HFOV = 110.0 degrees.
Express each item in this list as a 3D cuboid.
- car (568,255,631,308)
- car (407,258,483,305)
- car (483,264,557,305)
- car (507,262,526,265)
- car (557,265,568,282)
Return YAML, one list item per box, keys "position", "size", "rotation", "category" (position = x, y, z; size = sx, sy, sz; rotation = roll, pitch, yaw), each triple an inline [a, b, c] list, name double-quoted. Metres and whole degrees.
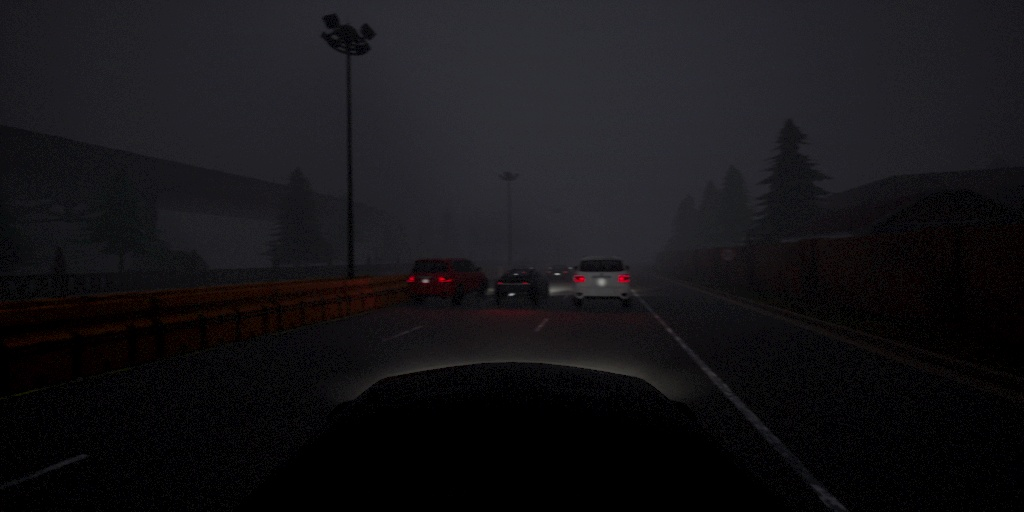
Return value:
- position: [3.895, 1.007, 15.602]
  size: [2.150, 2.045, 5.566]
  rotation: [-1, 0, 14]
  category: "car"
- position: [-2.894, 1.119, 17.303]
  size: [2.150, 2.045, 5.566]
  rotation: [-1, 0, 14]
  category: "car"
- position: [0.574, 1.340, 16.716]
  size: [2.128, 1.511, 4.902]
  rotation: [-1, 0, 14]
  category: "car"
- position: [0.793, 1.517, 32.119]
  size: [1.994, 1.385, 4.181]
  rotation: [-1, 0, 14]
  category: "car"
- position: [4.197, 1.461, 31.306]
  size: [1.994, 1.385, 4.181]
  rotation: [-1, 0, 14]
  category: "car"
